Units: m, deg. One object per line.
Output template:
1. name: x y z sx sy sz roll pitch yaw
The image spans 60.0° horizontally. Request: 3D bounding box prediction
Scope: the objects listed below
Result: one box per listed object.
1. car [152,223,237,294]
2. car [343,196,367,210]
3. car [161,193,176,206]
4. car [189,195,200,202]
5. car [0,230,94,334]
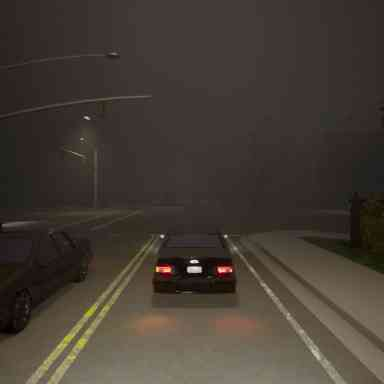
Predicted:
1. car: 0.053 1.547 8.934 2.033 1.411 5.357 0 0 0
2. car: 20.129 1.306 38.857 4.553 1.767 2.097 0 0 -1
3. car: -3.719 1.221 53.968 2.150 2.045 5.566 0 0 0
4. car: 0.556 1.524 78.948 1.812 1.442 4.674 0 0 12
5. car: -3.630 1.547 7.003 2.033 1.411 5.357 0 0 0
